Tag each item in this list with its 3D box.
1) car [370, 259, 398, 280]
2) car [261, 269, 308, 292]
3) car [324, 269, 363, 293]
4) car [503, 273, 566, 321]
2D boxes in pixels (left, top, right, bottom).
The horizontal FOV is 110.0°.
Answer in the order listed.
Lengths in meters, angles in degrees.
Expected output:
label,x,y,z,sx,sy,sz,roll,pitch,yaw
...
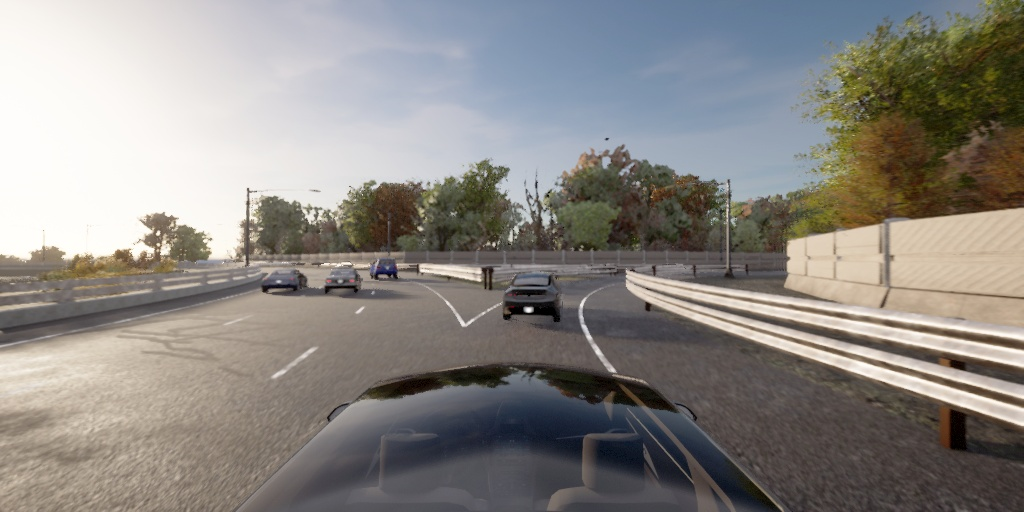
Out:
label,x,y,z,sx,sy,sz,roll,pitch,yaw
car,-13.193,1.287,36.801,2.150,2.045,5.566,0,-1,-28
car,-14.573,1.507,23.174,1.994,1.385,4.181,0,-1,-21
car,-10.448,1.484,22.377,2.033,1.411,5.357,0,-1,-20
car,0.877,1.357,13.031,1.837,1.490,4.892,-1,0,9
